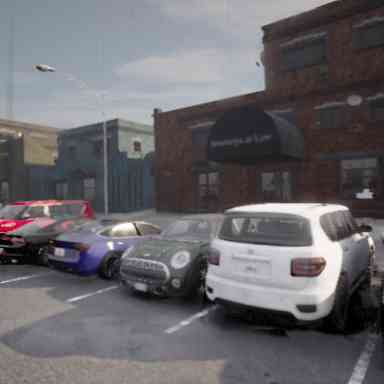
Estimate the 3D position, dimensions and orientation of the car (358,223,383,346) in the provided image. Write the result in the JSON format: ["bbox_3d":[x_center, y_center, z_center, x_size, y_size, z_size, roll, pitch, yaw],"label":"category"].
[{"bbox_3d":[4.660,1.223,5.596,2.435,2.045,5.566,-1,0,35],"label":"car"}]

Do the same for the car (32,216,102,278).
[{"bbox_3d":[-2.037,1.588,10.443,2.163,1.488,4.792,-1,0,36],"label":"car"}]

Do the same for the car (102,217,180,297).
[{"bbox_3d":[0.208,1.401,8.844,2.185,1.767,4.553,-1,0,35],"label":"car"}]

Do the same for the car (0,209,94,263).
[{"bbox_3d":[-4.297,1.593,12.013,2.097,1.535,5.008,-1,-1,35],"label":"car"}]

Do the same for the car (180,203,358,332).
[{"bbox_3d":[2.448,1.249,7.243,2.435,2.045,5.566,-1,0,35],"label":"car"}]

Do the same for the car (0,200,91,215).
[{"bbox_3d":[-6.558,1.387,13.598,2.435,2.045,5.566,-1,-1,35],"label":"car"}]
